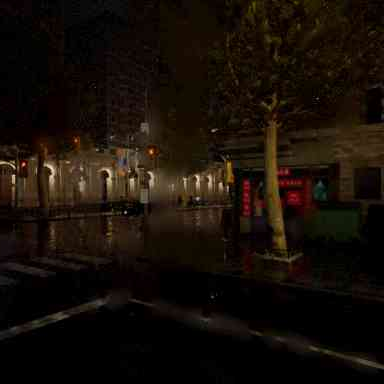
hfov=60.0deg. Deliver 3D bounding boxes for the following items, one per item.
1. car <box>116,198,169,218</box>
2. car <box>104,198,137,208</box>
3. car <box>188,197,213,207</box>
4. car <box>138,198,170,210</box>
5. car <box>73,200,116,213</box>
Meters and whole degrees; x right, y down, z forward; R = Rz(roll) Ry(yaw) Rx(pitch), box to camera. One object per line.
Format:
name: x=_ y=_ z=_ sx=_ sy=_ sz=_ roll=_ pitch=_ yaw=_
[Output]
car: x=-4.323 y=1.505 z=30.698 sx=1.837 sy=1.490 sz=4.892 roll=0 pitch=0 yaw=36
car: x=-10.235 y=1.595 z=47.907 sx=1.895 sy=1.301 sz=4.718 roll=0 pitch=0 yaw=36
car: x=1.318 y=1.547 z=52.545 sx=2.033 sy=1.411 sz=5.357 roll=0 pitch=0 yaw=36
car: x=-4.934 y=1.564 z=43.901 sx=1.994 sy=1.385 sz=4.181 roll=0 pitch=0 yaw=35
car: x=-10.694 y=1.564 z=35.895 sx=1.994 sy=1.385 sz=4.181 roll=0 pitch=0 yaw=36
